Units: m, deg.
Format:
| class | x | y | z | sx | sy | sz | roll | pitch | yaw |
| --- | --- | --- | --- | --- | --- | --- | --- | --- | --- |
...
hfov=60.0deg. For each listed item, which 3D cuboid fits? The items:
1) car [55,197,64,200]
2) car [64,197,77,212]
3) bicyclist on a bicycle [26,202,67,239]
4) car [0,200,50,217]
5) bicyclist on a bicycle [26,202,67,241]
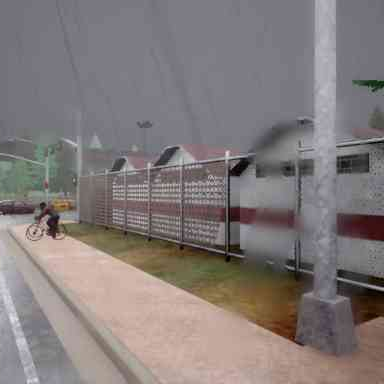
| class | x | y | z | sx | sy | sz | roll | pitch | yaw |
| --- | --- | --- | --- | --- | --- | --- | --- | --- | --- |
| car | -19.508 | 1.505 | 50.096 | 4.892 | 1.490 | 1.837 | 0 | 0 | -35 |
| car | -11.756 | 1.525 | 38.194 | 4.674 | 1.442 | 1.812 | 0 | 0 | -35 |
| bicyclist on a bicycle | -6.794 | 1.302 | 15.583 | 1.656 | 1.620 | 0.582 | 0 | 0 | -39 |
| car | -16.268 | 1.477 | 30.784 | 5.008 | 1.535 | 1.882 | 0 | 0 | -35 |
| bicyclist on a bicycle | -6.278 | 1.301 | 14.363 | 1.656 | 1.620 | 0.582 | 0 | 0 | -14 |
